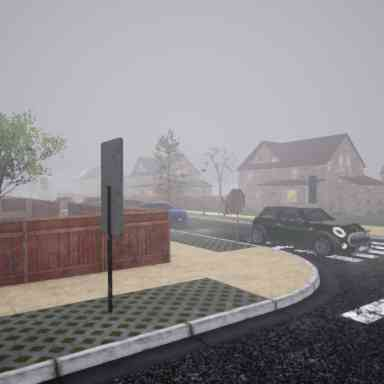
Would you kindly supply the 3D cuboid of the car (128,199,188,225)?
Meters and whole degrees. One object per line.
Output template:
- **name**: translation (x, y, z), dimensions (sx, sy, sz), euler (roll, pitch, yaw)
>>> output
- **car**: translation (-2.178, 1.398, 22.489), dimensions (1.882, 1.535, 5.008), euler (0, 1, -36)

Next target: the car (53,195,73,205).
- **car**: translation (-20.880, 1.246, 53.678), dimensions (1.882, 1.535, 5.008), euler (0, 0, -36)

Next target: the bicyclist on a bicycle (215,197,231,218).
- **bicyclist on a bicycle**: translation (2.467, 1.197, 26.063), dimensions (1.656, 1.620, 0.582), euler (-1, 1, -36)

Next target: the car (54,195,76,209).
- **car**: translation (-16.020, 1.328, 41.909), dimensions (1.837, 1.490, 4.892), euler (0, 0, -35)

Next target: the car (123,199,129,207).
- **car**: translation (-6.148, 1.386, 33.109), dimensions (1.812, 1.442, 4.674), euler (0, 0, -36)

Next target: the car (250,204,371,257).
- **car**: translation (4.497, 1.329, 13.158), dimensions (2.097, 1.767, 4.553), euler (0, 0, -36)

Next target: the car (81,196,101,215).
- **car**: translation (-9.161, 1.219, 32.257), dimensions (2.097, 1.767, 4.553), euler (0, 1, -36)
